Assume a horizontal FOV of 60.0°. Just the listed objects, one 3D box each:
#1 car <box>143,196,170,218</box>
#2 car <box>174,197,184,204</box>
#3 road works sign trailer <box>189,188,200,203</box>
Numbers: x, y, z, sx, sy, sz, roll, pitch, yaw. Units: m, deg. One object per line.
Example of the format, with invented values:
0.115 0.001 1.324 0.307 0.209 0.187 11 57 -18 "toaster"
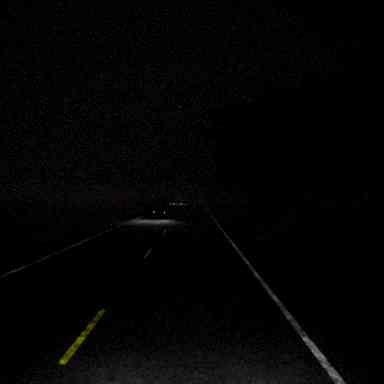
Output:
-3.370 1.413 32.362 2.150 2.045 5.566 0 0 0 "car"
-2.957 1.824 74.805 1.812 1.442 4.674 0 0 0 "car"
0.580 0.802 78.292 2.380 3.560 2.880 0 0 1 "road works sign trailer"
